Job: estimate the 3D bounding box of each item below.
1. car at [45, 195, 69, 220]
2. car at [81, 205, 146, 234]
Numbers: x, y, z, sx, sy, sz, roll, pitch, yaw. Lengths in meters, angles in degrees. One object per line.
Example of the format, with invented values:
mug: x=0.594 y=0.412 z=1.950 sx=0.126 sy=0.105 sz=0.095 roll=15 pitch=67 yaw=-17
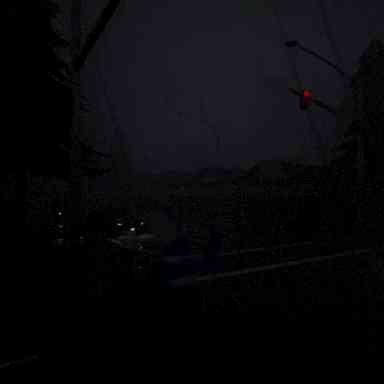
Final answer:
car: x=-11.224 y=1.295 z=28.972 sx=2.150 sy=2.045 sz=5.566 roll=1 pitch=-1 yaw=-36
car: x=-4.735 y=1.621 z=19.976 sx=2.033 sy=1.411 sz=5.357 roll=1 pitch=0 yaw=-36
